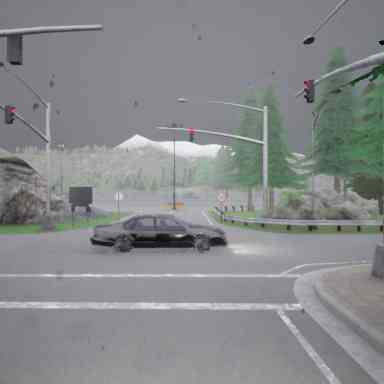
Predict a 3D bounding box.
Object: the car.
[{"bbox_3d":[-1.294,1.630,13.540,5.357,1.411,2.033,0,0,-1],"label":"car"}]
